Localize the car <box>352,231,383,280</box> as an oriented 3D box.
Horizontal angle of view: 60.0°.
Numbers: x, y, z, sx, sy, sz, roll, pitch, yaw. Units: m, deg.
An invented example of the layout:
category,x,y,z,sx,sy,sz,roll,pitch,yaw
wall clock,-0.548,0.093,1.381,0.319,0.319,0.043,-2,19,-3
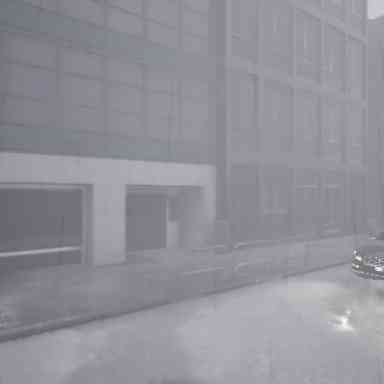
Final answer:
category,x,y,z,sx,sy,sz,roll,pitch,yaw
car,6.310,1.554,9.134,4.892,1.490,1.837,0,0,-36
